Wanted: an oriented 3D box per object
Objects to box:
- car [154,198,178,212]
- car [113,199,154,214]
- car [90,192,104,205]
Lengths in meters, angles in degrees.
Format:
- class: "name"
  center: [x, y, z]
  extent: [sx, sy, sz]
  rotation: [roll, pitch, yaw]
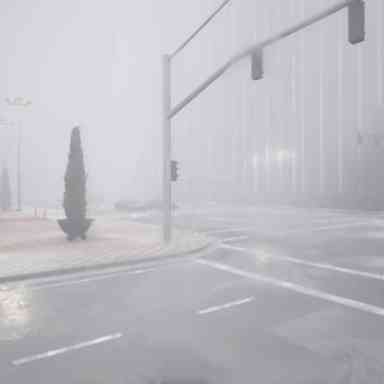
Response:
- class: "car"
  center: [-3.637, 1.420, 36.952]
  extent: [2.033, 1.411, 5.357]
  rotation: [0, 0, -36]
- class: "car"
  center: [-6.486, 1.444, 34.919]
  extent: [2.033, 1.411, 5.357]
  rotation: [0, 0, -36]
- class: "car"
  center: [-16.382, 1.078, 54.742]
  extent: [2.150, 2.045, 5.566]
  rotation: [0, 0, -36]
